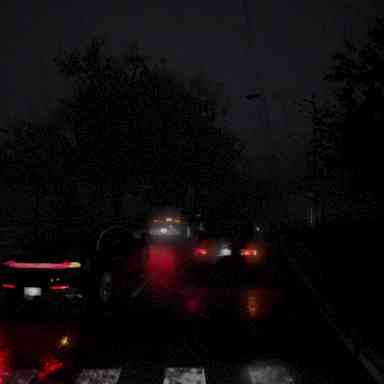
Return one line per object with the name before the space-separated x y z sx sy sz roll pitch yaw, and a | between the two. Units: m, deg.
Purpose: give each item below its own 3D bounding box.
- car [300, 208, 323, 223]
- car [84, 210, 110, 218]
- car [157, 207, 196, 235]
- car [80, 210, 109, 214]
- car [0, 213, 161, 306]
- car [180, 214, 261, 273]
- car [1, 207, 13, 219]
car | 12.874 2.501 35.644 1.882 1.535 5.008 -1 -4 27
car | -18.453 4.211 64.597 4.674 1.442 1.812 2 -4 -28
car | -0.726 1.532 17.231 1.837 1.490 4.892 -1 -1 13
car | -18.492 4.024 61.049 5.357 1.411 2.033 2 -4 -35
car | -2.415 1.484 8.067 2.128 1.511 4.902 0 0 7
car | 1.190 1.513 10.627 2.033 1.411 5.357 -1 0 9
car | -26.587 2.887 45.259 2.097 1.767 4.553 0 -3 4
